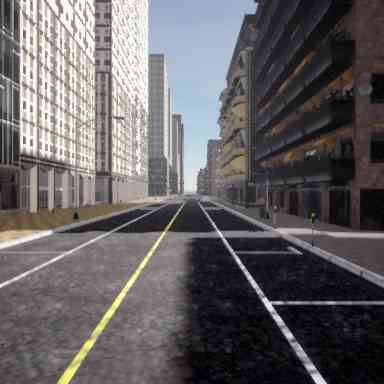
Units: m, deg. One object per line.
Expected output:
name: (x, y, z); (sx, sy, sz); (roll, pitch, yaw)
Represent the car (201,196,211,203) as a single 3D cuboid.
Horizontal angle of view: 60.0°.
car: (3.000, 1.550, 70.614); (1.812, 1.442, 4.674); (0, 0, 0)
